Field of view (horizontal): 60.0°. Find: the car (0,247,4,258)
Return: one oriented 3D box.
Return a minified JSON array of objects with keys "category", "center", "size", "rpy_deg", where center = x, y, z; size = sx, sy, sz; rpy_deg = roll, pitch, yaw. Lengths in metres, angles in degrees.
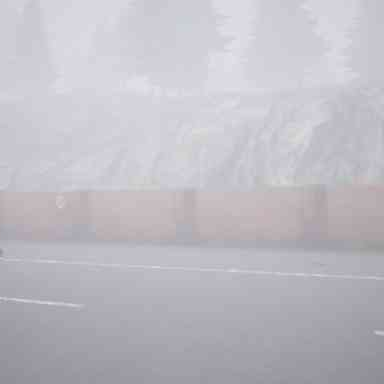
[{"category":"car","center":[-8.576,1.682,10.425],"size":[5.357,1.411,2.033],"rpy_deg":[-1,0,18]}]
